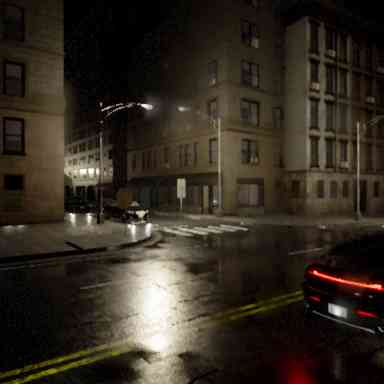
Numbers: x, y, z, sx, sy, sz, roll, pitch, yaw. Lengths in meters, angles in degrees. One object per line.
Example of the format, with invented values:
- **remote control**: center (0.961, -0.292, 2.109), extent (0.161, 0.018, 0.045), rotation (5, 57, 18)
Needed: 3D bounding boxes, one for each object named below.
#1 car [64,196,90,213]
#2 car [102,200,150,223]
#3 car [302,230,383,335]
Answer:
- **car**: center (-11.839, 1.179, 33.279), extent (1.882, 1.535, 5.008), rotation (0, 1, -37)
- **car**: center (-4.854, 1.301, 24.035), extent (2.128, 1.511, 4.902), rotation (0, 1, -37)
- **car**: center (4.125, 1.485, 6.263), extent (4.892, 1.490, 1.837), rotation (0, 0, -35)
